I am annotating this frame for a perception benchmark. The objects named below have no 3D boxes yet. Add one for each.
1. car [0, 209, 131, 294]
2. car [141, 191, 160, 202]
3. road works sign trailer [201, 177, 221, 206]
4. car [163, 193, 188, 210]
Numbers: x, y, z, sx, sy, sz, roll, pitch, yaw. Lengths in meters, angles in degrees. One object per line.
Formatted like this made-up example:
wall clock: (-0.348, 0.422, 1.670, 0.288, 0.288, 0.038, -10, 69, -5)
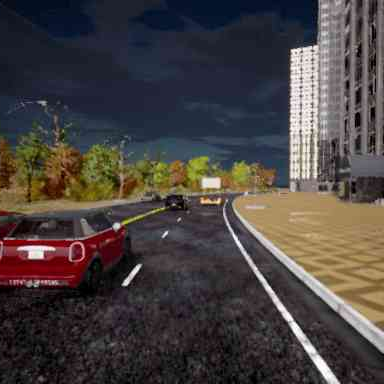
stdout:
car: (-3.005, 1.220, 8.639, 2.097, 1.767, 4.553, 0, 1, 1)
car: (-6.246, 0.628, 50.977, 2.097, 1.767, 4.553, 0, 1, 8)
road works sign trailer: (2.403, -0.097, 41.778, 2.380, 3.560, 2.880, 0, 1, 7)
car: (-1.502, 1.002, 34.306, 1.882, 1.535, 5.008, 0, 1, 5)
